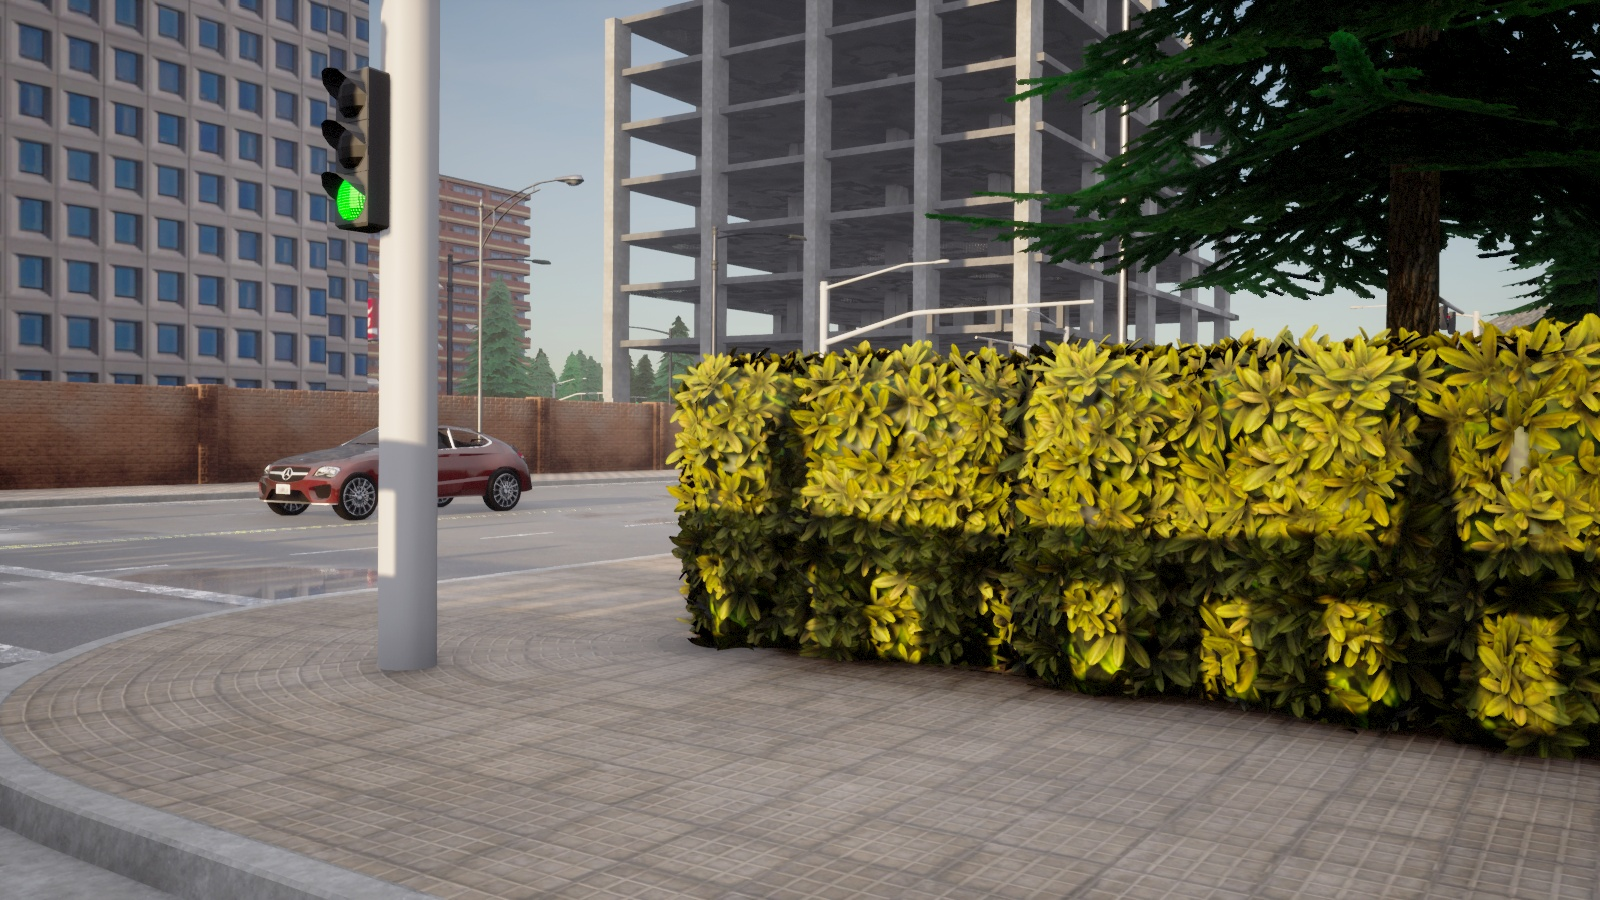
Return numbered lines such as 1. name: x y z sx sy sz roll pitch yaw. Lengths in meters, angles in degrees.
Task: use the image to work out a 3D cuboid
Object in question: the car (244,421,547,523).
1. car: -7.250 0.316 23.069 2.152 1.651 5.027 0 1 33
